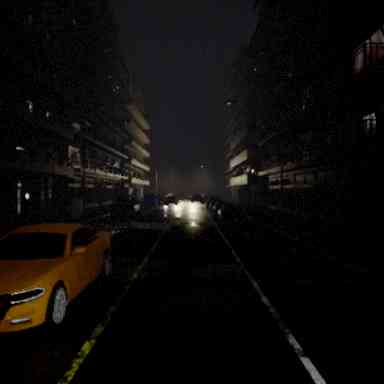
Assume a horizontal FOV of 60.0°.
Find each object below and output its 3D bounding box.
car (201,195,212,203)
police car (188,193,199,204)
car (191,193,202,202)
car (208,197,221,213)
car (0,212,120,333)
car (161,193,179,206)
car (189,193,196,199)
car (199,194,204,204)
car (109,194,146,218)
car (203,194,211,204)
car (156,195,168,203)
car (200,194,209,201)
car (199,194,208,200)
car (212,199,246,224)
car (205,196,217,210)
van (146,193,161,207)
[{"bbox_3d":[2.698,1.246,62.905,1.752,1.417,4.829,0,0,0],"label":"car"},{"bbox_3d":[0.810,1.158,58.790,1.930,1.638,5.238,0,0,-2],"label":"police car"},{"bbox_3d":[0.910,1.056,68.670,2.097,1.767,4.553,0,0,0],"label":"car"},{"bbox_3d":[2.695,1.406,28.768,2.008,1.369,4.403,0,0,0],"label":"car"},{"bbox_3d":[-3.099,1.441,7.093,1.882,1.535,5.008,0,0,0],"label":"car"},{"bbox_3d":[-3.073,1.288,49.415,1.812,1.442,4.674,0,0,0],"label":"car"},{"bbox_3d":[0.014,1.004,92.133,1.882,1.535,5.008,0,0,0],"label":"car"},{"bbox_3d":[2.697,1.177,57.073,1.967,1.590,4.097,0,0,0],"label":"car"},{"bbox_3d":[-5.686,1.170,28.789,2.192,1.841,5.009,0,0,0],"label":"car"},{"bbox_3d":[2.696,1.240,40.090,1.967,1.590,4.097,0,0,0],"label":"car"},{"bbox_3d":[-5.682,1.266,62.760,1.887,1.381,4.507,0,0,0],"label":"car"},{"bbox_3d":[2.700,1.234,74.060,1.887,1.381,4.507,0,0,0],"label":"car"},{"bbox_3d":[2.700,1.218,79.726,1.887,1.381,4.507,0,0,0],"label":"car"},{"bbox_3d":[2.694,1.434,23.105,2.008,1.369,4.403,0,0,0],"label":"car"},{"bbox_3d":[2.695,1.371,34.430,1.887,1.381,4.507,0,0,0],"label":"car"},{"bbox_3d":[-5.684,1.116,45.775,1.690,1.788,3.998,0,0,0],"label":"van"}]
